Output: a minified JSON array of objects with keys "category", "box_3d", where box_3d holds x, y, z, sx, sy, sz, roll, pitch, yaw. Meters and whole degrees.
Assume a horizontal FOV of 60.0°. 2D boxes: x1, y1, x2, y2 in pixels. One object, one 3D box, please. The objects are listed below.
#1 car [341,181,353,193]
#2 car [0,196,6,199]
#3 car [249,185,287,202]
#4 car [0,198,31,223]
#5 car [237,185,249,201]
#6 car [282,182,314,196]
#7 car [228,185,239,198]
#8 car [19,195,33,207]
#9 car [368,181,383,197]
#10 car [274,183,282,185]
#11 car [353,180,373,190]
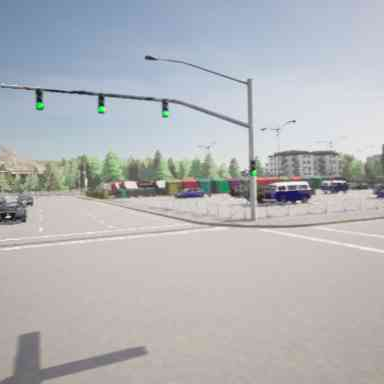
[{"category":"car","box_3d":[33.846,-1.155,69.520,3.806,1.475,1.970,-2,1,-24]},{"category":"car","box_3d":[-27.023,1.293,46.616,2.033,1.411,5.357,-2,1,-24]},{"category":"car","box_3d":[9.891,0.149,43.428,3.806,1.475,1.970,-2,1,-24]},{"category":"car","box_3d":[-12.566,1.393,23.088,1.994,1.385,4.181,-2,1,-24]},{"category":"car","box_3d":[8.709,0.094,46.070,3.905,1.438,1.784,-2,1,-24]},{"category":"car","box_3d":[19.035,-0.731,59.703,4.605,1.855,1.932,-2,1,-24]},{"category":"car","box_3d":[7.561,-0.135,48.494,4.605,1.855,1.932,-2,1,-24]},{"category":"car","box_3d":[-22.055,1.146,43.972,2.128,1.511,4.902,-2,1,-24]},{"category":"car","box_3d":[26.024,-0.360,44.322,3.806,1.475,1.970,-2,1,-24]},{"category":"car","box_3d":[17.917,-0.546,62.378,3.905,1.438,1.784,-2,1,-24]},{"category":"car","box_3d":[35.011,-1.371,66.867,3.866,1.878,1.905,-2,1,-24]}]
